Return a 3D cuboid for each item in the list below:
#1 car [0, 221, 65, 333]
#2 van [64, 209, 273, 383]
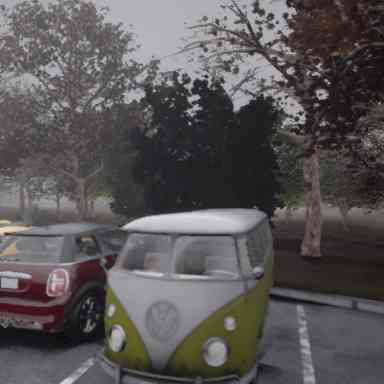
[{"bbox_3d":[-2.109,1.411,6.990,2.185,1.767,4.553,-1,-1,16],"label":"car"},{"bbox_3d":[0.273,1.282,5.178,1.878,1.987,4.442,0,-1,16],"label":"van"}]
